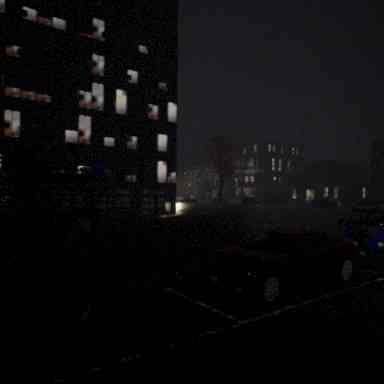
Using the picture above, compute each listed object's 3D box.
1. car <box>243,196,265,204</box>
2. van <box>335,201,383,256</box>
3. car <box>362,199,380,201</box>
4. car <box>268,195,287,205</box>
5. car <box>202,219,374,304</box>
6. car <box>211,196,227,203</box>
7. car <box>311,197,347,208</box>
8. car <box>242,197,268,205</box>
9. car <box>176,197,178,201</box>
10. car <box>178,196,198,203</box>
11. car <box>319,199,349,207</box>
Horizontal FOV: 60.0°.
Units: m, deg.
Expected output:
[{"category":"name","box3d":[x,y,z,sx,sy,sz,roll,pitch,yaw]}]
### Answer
[{"category":"car","box3d":[12.633,1.679,68.090,1.967,1.590,4.097,1,-1,-35]},{"category":"van","box3d":[6.895,1.335,11.415,3.998,1.788,1.690,0,1,-35]},{"category":"car","box3d":[25.940,1.696,49.005,1.947,1.339,4.313,1,-1,-35]},{"category":"car","box3d":[15.820,1.528,63.546,2.192,1.841,5.009,1,-1,-35]},{"category":"car","box3d":[2.297,1.542,8.140,4.507,1.381,1.887,0,1,-35]},{"category":"car","box3d":[6.272,1.732,77.188,1.967,1.590,4.097,1,-1,-35]},{"category":"car","box3d":[18.235,1.459,44.960,1.967,1.590,4.097,1,-1,-35]},{"category":"car","box3d":[10.967,1.660,60.321,1.812,1.442,4.674,1,-1,-34]},{"category":"car","box3d":[-3.304,1.898,91.018,1.752,1.417,4.829,1,-1,-35]},{"category":"car","box3d":[-0.520,1.703,72.276,1.752,1.417,4.829,1,-1,-35]},{"category":"car","box3d":[22.820,1.738,53.511,1.802,1.307,4.206,1,-1,-35]}]
